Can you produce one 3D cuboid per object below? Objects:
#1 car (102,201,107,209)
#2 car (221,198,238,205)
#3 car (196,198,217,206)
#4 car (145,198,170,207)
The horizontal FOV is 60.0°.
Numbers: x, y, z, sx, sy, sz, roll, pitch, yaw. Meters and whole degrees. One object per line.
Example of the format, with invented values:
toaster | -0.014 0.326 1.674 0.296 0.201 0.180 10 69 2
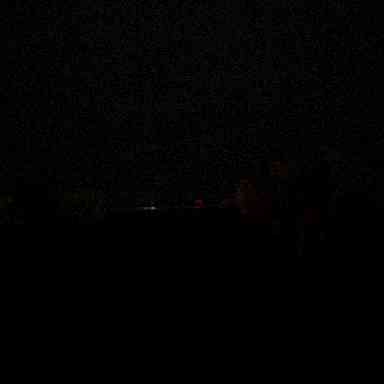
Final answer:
car | -13.476 1.592 43.932 1.837 1.490 4.892 -1 0 36
car | 7.607 1.925 67.052 1.812 1.442 4.674 -1 -1 36
car | 2.629 1.808 60.069 1.837 1.490 4.892 -1 -1 36
car | -5.617 1.742 54.823 1.837 1.490 4.892 -1 -1 36
